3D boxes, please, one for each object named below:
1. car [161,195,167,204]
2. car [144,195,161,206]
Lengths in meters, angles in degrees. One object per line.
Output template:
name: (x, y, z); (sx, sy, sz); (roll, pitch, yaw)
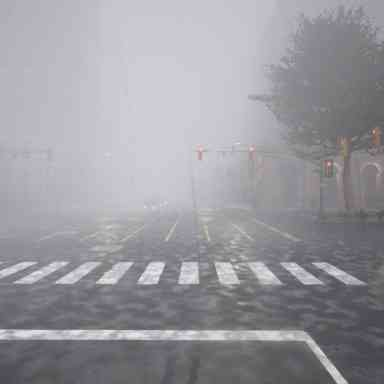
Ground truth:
car: (-6.674, 1.352, 64.256); (2.097, 1.767, 4.553); (0, 0, 1)
car: (-6.759, 1.478, 55.190); (1.882, 1.535, 5.008); (0, 0, 1)
